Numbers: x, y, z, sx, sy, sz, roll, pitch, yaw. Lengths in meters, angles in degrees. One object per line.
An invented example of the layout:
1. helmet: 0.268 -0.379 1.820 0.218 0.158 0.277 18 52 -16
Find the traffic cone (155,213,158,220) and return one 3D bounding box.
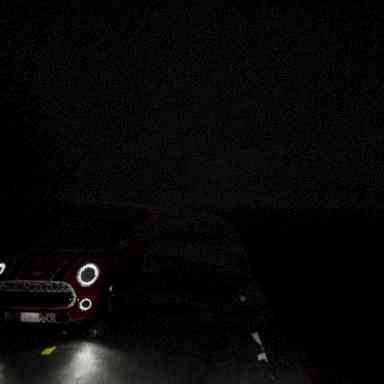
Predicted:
1. traffic cone: -3.221 2.189 30.042 0.340 0.580 0.340 0 -1 -2

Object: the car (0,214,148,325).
1. car: -2.385 1.374 7.429 2.097 1.767 4.553 0 0 4

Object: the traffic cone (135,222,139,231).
1. traffic cone: -3.415 2.091 20.309 0.340 0.580 0.340 0 -1 4

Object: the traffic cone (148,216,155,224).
1. traffic cone: -3.200 2.140 25.173 0.340 0.580 0.340 0 -1 1
